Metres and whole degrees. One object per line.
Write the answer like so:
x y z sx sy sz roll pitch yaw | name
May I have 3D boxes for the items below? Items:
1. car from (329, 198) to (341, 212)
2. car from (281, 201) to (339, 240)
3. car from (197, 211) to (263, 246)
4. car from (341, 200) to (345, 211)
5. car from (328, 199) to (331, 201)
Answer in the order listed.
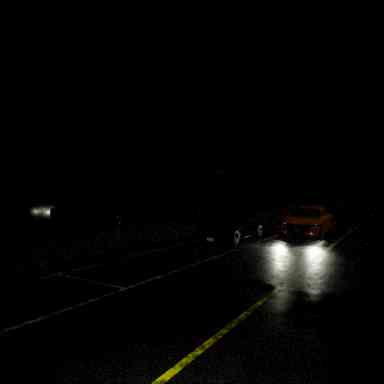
13.638 1.567 34.135 1.947 1.339 4.313 0 0 32 | car
6.114 1.478 17.305 1.882 1.535 5.008 0 0 32 | car
1.897 1.566 15.411 1.947 1.339 4.313 0 0 32 | car
16.573 1.442 38.816 1.967 1.590 4.097 0 0 32 | car
10.702 1.583 29.454 1.802 1.307 4.206 0 0 32 | car
